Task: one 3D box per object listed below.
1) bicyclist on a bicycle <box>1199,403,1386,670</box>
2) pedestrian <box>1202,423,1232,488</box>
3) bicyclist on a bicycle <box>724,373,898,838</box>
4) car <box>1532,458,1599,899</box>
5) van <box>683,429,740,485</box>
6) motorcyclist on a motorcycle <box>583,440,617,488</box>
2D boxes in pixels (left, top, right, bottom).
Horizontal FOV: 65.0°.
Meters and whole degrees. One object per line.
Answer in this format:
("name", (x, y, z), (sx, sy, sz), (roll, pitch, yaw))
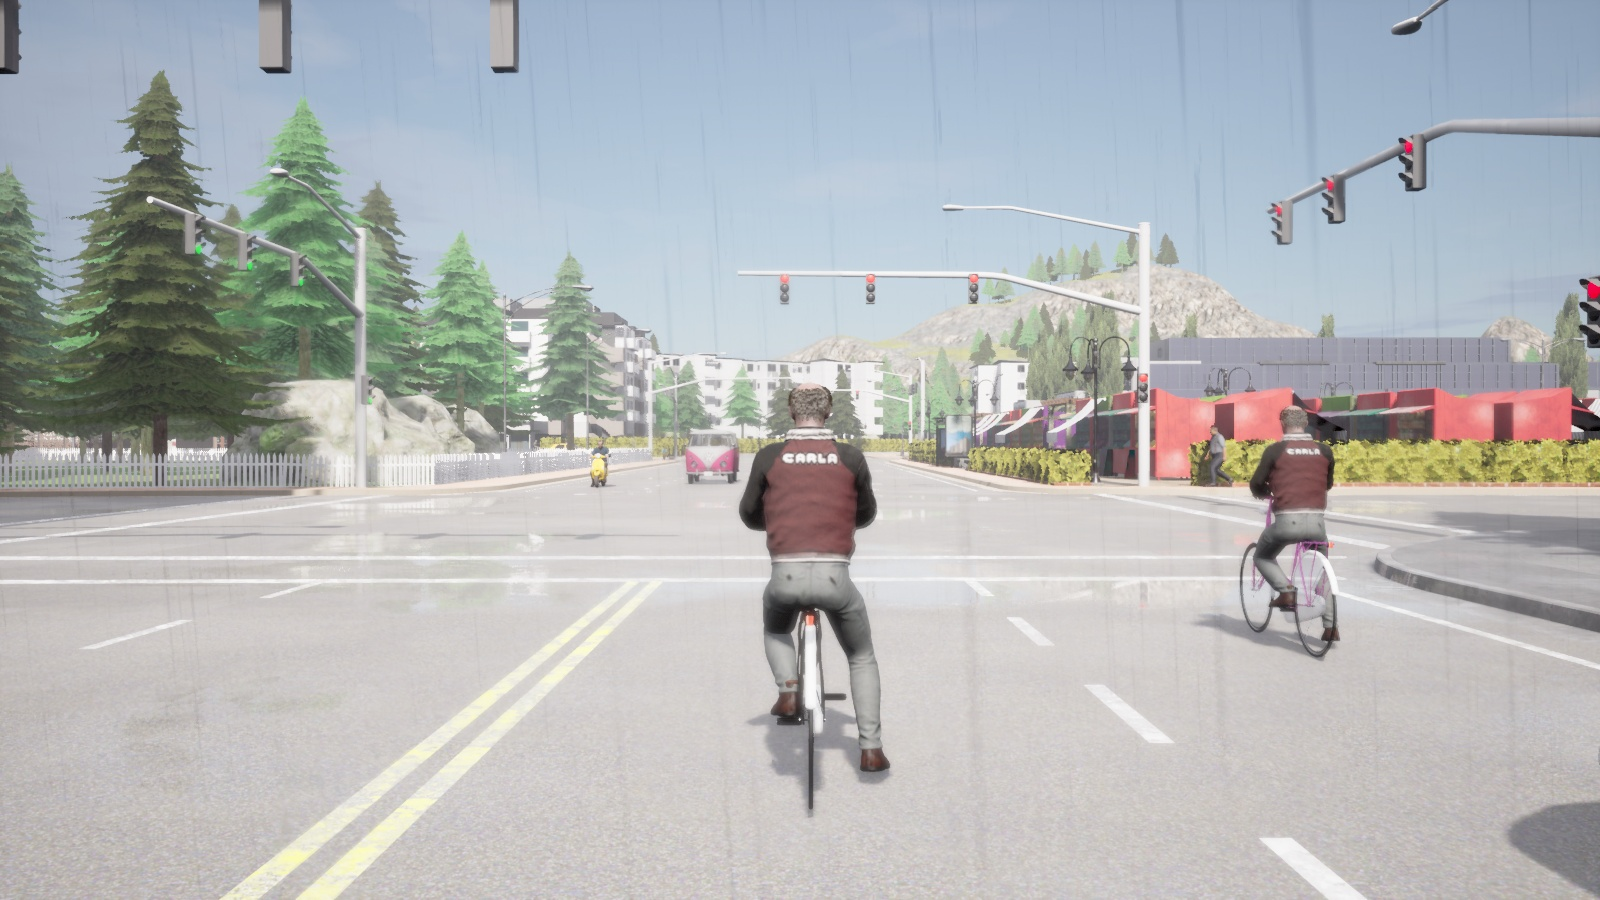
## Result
("bicyclist on a bicycle", (3.564, 0.568, 9.269), (0.659, 1.776, 1.843), (0, 1, 0))
("pedestrian", (11.835, 0.153, 35.629), (0.694, 1.848, 0.540), (0, 0, 2))
("bicyclist on a bicycle", (0.046, 0.585, 5.708), (0.659, 1.776, 1.843), (0, 1, 0))
("car", (3.526, 0.763, 2.164), (1.812, 1.442, 4.674), (0, 0, 0))
("van", (-3.237, 0.230, 46.764), (1.775, 1.987, 4.442), (0, 1, 0))
("motorcyclist on a motorcycle", (-6.760, 0.454, 42.533), (0.866, 1.590, 1.817), (0, 0, 0))
